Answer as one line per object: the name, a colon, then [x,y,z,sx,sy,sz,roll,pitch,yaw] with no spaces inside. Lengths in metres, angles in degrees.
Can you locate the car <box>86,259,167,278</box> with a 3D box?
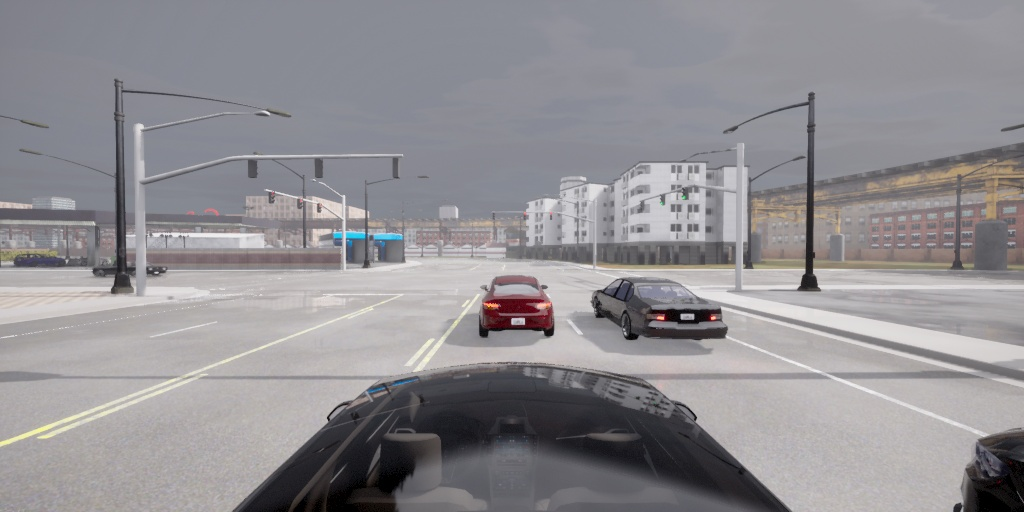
car: [-32.386,1.133,30.384,4.718,1.301,1.895,0,1,-1]

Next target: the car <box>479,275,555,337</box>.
car: [0.077,1.256,10.139,1.812,1.442,4.674,0,0,-1]

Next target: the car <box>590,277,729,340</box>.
car: [3.588,1.282,9.852,2.033,1.411,5.357,0,0,0]
